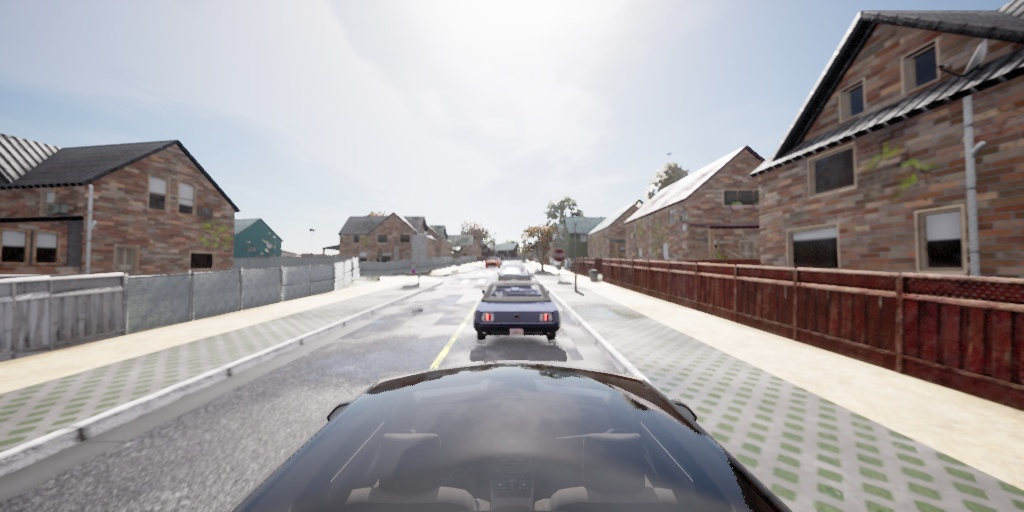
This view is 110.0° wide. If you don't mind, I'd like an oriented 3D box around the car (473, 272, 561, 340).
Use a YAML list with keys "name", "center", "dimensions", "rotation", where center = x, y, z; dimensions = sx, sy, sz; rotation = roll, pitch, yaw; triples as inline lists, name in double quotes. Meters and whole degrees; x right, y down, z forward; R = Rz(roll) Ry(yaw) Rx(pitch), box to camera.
- name: "car"
  center: [0.098, 1.297, 9.732]
  dimensions: [1.895, 1.301, 4.718]
  rotation: [0, 0, 0]

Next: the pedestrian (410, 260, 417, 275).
- name: "pedestrian"
  center: [-9.922, 0.986, 36.115]
  dimensions: [0.375, 1.860, 0.375]
  rotation: [0, -1, 5]

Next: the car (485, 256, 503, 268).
- name: "car"
  center: [-2.842, 0.854, 52.929]
  dimensions: [2.097, 1.767, 4.553]
  rotation: [0, 0, 0]

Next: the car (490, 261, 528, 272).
- name: "car"
  center: [0.092, 1.185, 19.789]
  dimensions: [2.033, 1.411, 5.357]
  rotation: [0, 0, 0]
